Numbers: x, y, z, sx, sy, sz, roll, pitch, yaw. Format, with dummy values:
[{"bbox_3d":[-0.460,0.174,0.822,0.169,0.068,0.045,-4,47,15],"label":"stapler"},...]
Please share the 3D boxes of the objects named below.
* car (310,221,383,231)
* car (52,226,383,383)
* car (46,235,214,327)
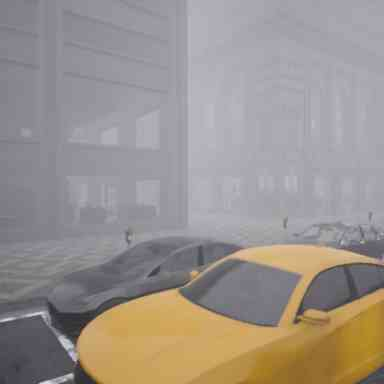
[{"bbox_3d":[4.167,1.539,9.624,4.403,1.369,2.008,0,0,-35],"label":"car"},{"bbox_3d":[1.135,1.473,4.188,5.008,1.535,1.882,0,0,-35],"label":"car"},{"bbox_3d":[-0.421,1.562,6.352,4.313,1.339,1.947,0,0,-35],"label":"car"}]
